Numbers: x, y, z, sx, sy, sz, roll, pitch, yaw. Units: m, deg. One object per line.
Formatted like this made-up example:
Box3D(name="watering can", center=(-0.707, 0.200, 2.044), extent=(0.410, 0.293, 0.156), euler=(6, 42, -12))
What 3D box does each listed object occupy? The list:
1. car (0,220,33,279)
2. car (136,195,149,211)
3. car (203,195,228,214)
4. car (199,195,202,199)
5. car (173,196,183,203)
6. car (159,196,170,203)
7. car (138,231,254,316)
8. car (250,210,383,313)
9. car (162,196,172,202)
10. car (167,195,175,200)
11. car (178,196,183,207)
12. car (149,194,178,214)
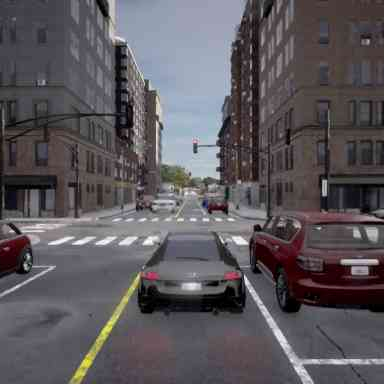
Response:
Box3D(name="car", center=(-5.400, 1.440, 7.581), extent=(1.967, 1.590, 4.097), euler=(0, 0, 0))
Box3D(name="car", center=(-5.488, 1.312, 40.140), extent=(2.192, 1.841, 5.009), euler=(0, 0, 0))
Box3D(name="car", center=(2.641, 1.312, 34.651), extent=(2.192, 1.841, 5.009), euler=(0, 0, 0))
Box3D(name="car", center=(2.599, 1.311, 51.163), extent=(2.192, 1.841, 5.009), euler=(0, 0, 0))
Box3D(name="car", center=(-2.871, 1.556, 69.214), extent=(1.812, 1.442, 4.674), euler=(0, 0, 0))
Box3D(name="car", center=(-5.525, 1.538, 67.659), extent=(1.887, 1.381, 4.507), euler=(0, 0, 0))
Box3D(name="car", center=(0.012, 1.564, 7.617), extent=(1.994, 1.385, 4.181), euler=(0, 0, 1))
Box3D(name="car", center=(2.625, 1.315, 7.595), extent=(2.192, 1.841, 5.009), euler=(0, 0, 0))
Box3D(name="car", center=(-5.532, 1.537, 73.162), extent=(1.887, 1.381, 4.507), euler=(0, 0, 0))
Box3D(name="car", center=(-5.555, 1.573, 89.674), extent=(1.802, 1.307, 4.206), euler=(0, 0, 0))
Box3D(name="car", center=(-2.922, 1.560, 52.220), extent=(1.994, 1.385, 4.181), euler=(0, 0, 0))
Box3D(name="car", center=(-2.908, 1.219, 35.385), extent=(2.150, 2.045, 5.566), euler=(0, 0, 0))
